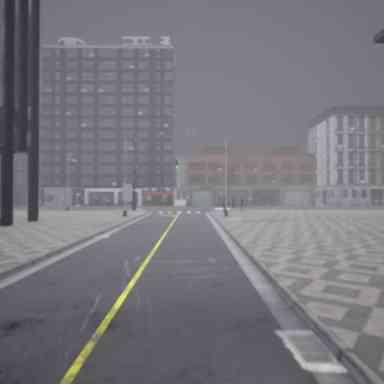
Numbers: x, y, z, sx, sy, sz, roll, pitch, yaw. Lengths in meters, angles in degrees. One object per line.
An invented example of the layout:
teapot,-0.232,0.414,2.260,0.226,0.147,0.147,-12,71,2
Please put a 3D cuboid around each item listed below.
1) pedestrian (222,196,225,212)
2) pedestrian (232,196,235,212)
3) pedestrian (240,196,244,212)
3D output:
pedestrian,3.638,1.342,38.357,0.375,1.860,0.375,0,-1,0
pedestrian,4.638,1.332,37.157,0.375,1.860,0.375,0,-1,0
pedestrian,5.638,1.329,37.757,0.375,1.860,0.375,0,-1,0
